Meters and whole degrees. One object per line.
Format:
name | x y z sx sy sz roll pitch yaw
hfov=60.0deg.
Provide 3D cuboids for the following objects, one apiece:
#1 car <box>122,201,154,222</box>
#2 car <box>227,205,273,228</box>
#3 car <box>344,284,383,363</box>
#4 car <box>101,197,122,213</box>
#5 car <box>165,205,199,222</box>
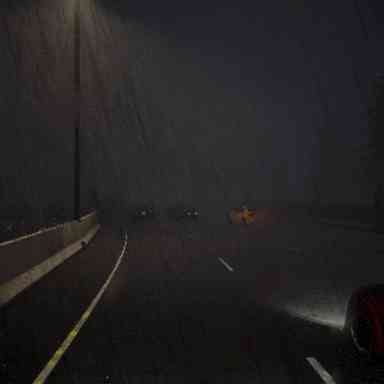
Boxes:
car | -4.601 1.789 29.224 2.163 1.488 4.792 0 -1 -17
car | 4.051 1.684 23.979 1.882 1.535 5.008 0 -1 -12
car | 3.360 1.584 3.405 1.994 1.385 4.181 0 -1 -2
car | -10.807 1.675 44.910 2.150 2.045 5.566 0 0 -25
car | -0.974 1.823 29.495 2.033 1.411 5.357 0 -1 -17
